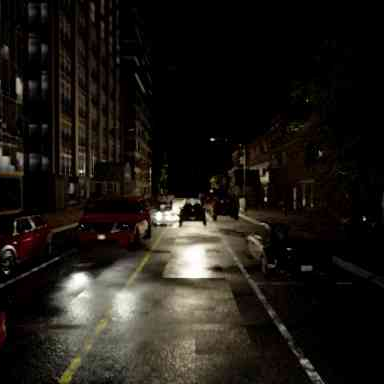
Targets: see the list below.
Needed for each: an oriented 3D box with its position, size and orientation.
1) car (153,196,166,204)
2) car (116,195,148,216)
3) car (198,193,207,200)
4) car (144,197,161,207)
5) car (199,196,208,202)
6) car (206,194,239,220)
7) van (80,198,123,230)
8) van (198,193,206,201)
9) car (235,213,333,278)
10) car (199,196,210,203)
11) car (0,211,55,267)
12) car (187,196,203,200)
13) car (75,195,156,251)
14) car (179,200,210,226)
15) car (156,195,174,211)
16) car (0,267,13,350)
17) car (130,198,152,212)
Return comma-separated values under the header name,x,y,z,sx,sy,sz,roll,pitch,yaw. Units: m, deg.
name,x,y,z,sx,sy,sz,roll,pitch,yaw
car,-5.866,1.449,60.286,1.752,1.417,4.829,-1,0,0
car,-5.794,1.274,32.782,2.192,1.841,5.009,-1,0,0
car,2.526,1.246,54.933,2.192,1.841,5.009,-1,0,0
car,-5.836,1.482,49.387,1.887,1.381,4.507,-1,0,0
car,2.485,1.492,71.536,1.802,1.307,4.206,-1,0,0
car,2.600,1.281,27.260,2.192,1.841,5.009,-1,0,0
van,-5.765,1.314,21.712,1.690,1.788,3.998,-1,0,0
van,2.452,1.237,82.604,1.690,1.788,3.998,-1,0,0
car,2.662,1.539,9.921,2.008,1.369,4.403,-1,0,0
car,2.500,1.483,66.001,1.947,1.339,4.313,-1,0,0
car,-5.743,1.428,9.915,1.967,1.590,4.097,-1,0,0
car,-0.013,1.497,40.044,2.033,1.411,5.357,0,0,0
car,-3.088,1.205,14.284,2.150,2.045,5.566,0,0,1
car,0.041,1.497,23.283,1.812,1.442,4.674,0,0,0
car,-3.199,1.442,39.027,2.128,1.511,4.902,0,0,0
car,-3.102,1.599,1.676,1.895,1.301,4.718,0,0,0
car,-5.806,1.477,38.147,1.752,1.417,4.829,-1,0,0
